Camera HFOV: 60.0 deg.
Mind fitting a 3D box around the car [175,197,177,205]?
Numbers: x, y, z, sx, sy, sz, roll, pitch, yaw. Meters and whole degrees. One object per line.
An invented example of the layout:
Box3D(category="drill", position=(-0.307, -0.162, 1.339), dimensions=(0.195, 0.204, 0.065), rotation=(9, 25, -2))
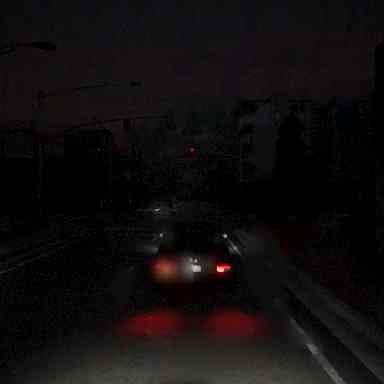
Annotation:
Box3D(category="car", position=(-3.684, 1.443, 59.177), dimensions=(1.882, 1.535, 5.008), rotation=(0, 0, 0))

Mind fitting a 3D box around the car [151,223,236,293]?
Box3D(category="car", position=(0.040, 1.542, 9.000), dimensions=(2.033, 1.411, 5.357), rotation=(0, 0, 0))

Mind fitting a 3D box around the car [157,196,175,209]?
Box3D(category="car", position=(-3.681, 1.478, 45.605), dimensions=(1.837, 1.490, 4.892), rotation=(0, 0, 0))
